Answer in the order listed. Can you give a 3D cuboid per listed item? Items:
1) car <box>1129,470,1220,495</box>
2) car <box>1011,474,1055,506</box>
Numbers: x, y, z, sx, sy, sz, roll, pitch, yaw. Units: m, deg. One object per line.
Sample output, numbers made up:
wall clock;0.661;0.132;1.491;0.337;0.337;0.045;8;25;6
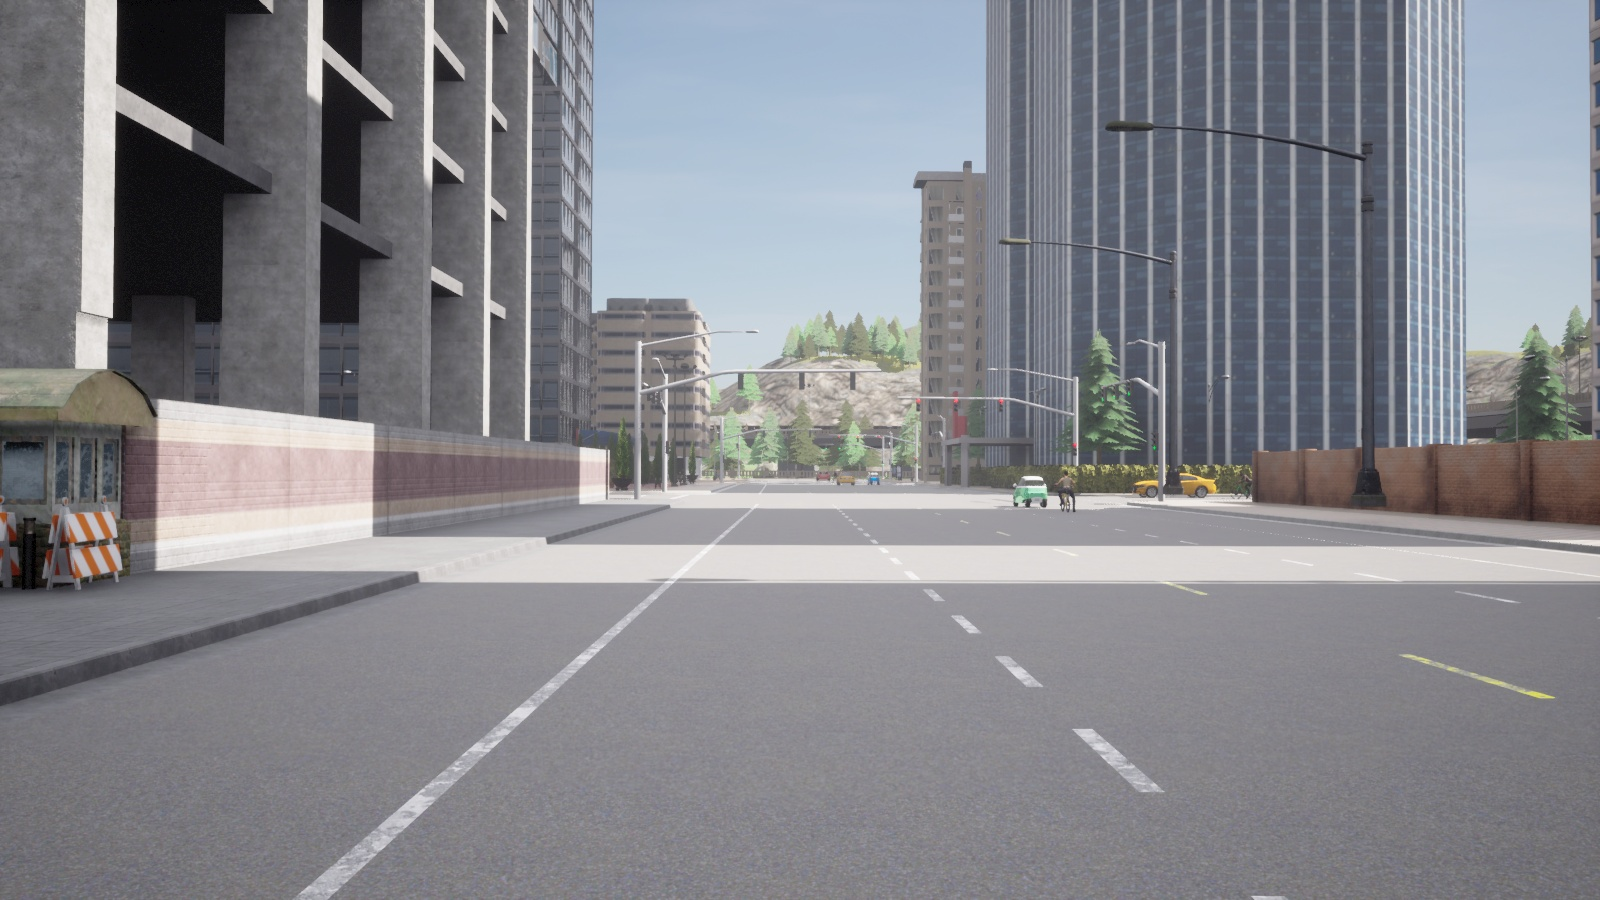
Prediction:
car;23.108;2.000;77.605;5.008;1.535;1.882;0;-1;-1
car;10.301;1.760;55.640;1.481;1.376;2.207;0;-1;-1
